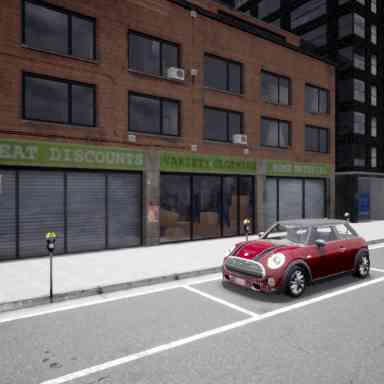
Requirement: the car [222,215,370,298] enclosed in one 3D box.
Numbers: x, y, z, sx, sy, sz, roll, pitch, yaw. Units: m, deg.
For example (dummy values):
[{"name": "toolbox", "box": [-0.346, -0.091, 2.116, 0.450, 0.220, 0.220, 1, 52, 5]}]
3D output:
[{"name": "car", "box": [2.684, 1.440, 8.444, 4.097, 1.590, 1.967, 0, 0, -35]}]
